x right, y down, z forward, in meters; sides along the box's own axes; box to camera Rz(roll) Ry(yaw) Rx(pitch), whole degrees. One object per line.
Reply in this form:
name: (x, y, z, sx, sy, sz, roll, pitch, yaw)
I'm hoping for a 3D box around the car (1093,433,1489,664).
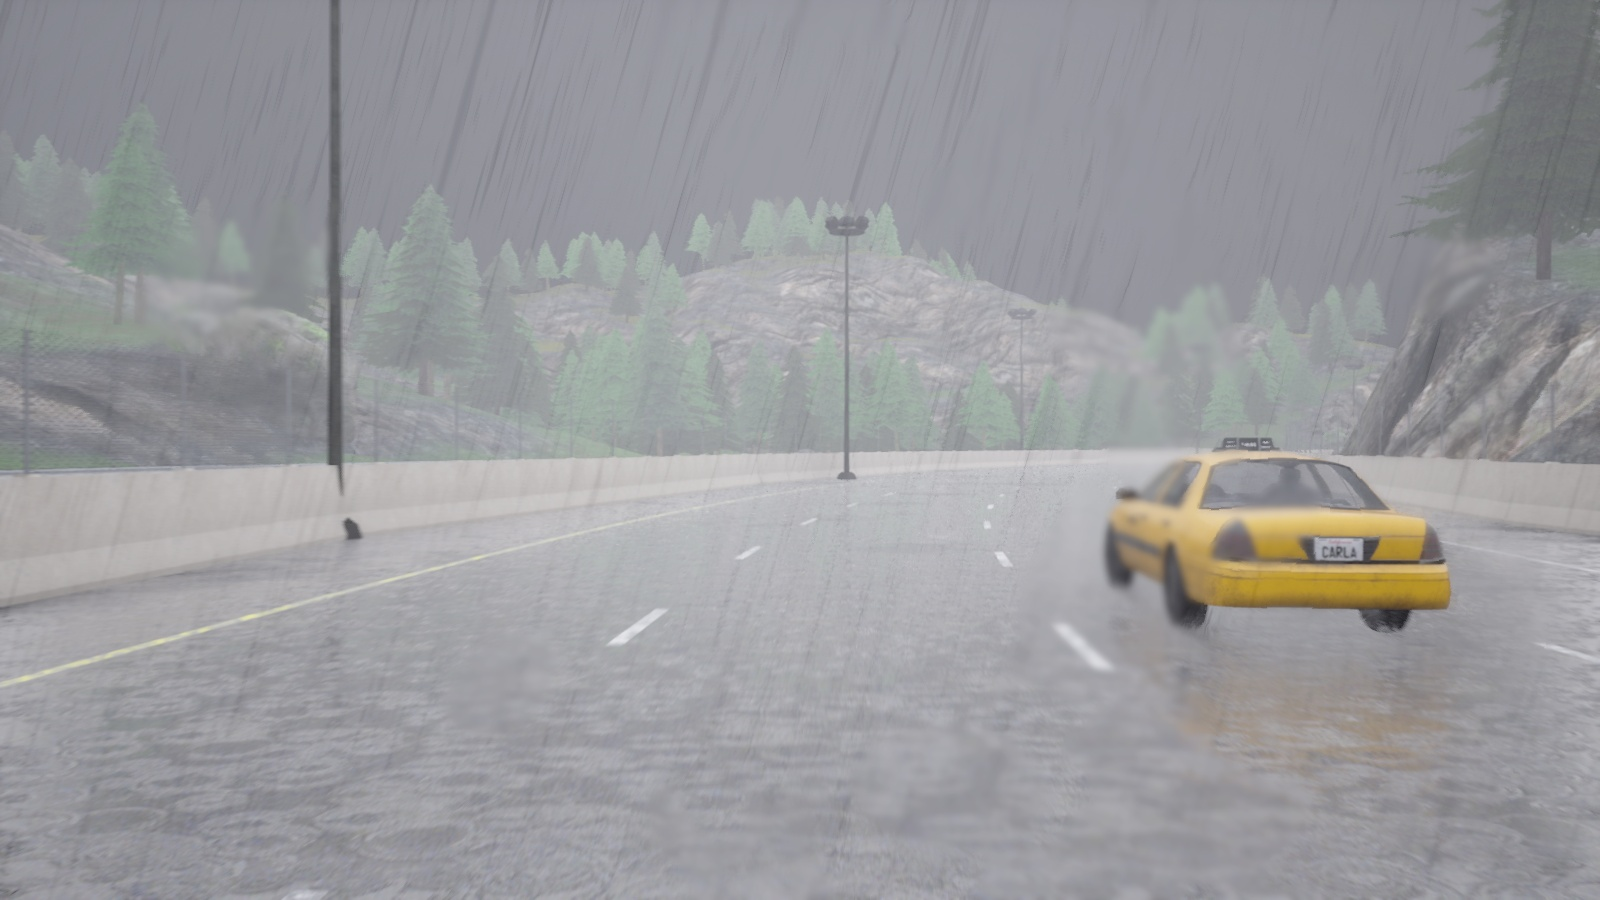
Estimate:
car: (3.992, 0.665, 11.315, 1.801, 1.575, 5.366, 0, 0, 4)
